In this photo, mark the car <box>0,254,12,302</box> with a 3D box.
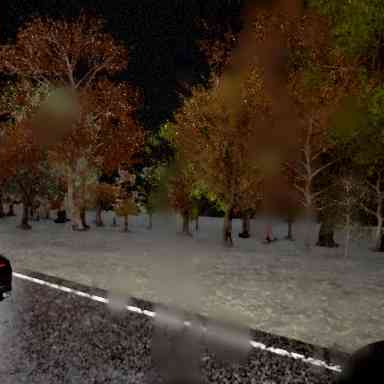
[{"bbox_3d":[-5.582,1.497,6.872,4.892,1.490,1.837,0,0,36],"label":"car"}]

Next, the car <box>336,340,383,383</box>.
[{"bbox_3d":[3.187,1.506,1.419,4.892,1.490,1.837,0,0,35],"label":"car"}]
